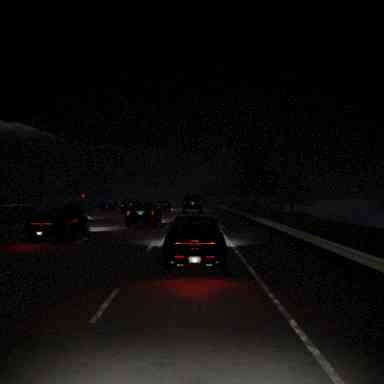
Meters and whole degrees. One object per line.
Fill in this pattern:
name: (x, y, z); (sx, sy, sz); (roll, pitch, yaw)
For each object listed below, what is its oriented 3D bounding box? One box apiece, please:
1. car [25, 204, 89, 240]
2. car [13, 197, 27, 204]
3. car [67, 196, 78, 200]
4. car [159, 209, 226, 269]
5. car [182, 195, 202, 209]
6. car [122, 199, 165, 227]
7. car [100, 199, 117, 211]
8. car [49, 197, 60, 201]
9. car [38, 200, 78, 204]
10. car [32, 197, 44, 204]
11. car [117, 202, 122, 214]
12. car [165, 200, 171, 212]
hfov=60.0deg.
car: (-6.903, 1.596, 17.493); (1.837, 1.490, 4.892); (0, 0, 0)
car: (-36.325, 1.821, 70.358); (2.128, 1.511, 4.902); (0, 0, -16)
car: (-26.030, 1.655, 72.485); (2.097, 1.767, 4.553); (0, 0, -14)
car: (0.084, 1.565, 11.378); (1.837, 1.490, 4.892); (0, 0, 0)
car: (-0.017, 1.425, 39.954); (2.150, 2.045, 5.566); (0, 0, -2)
car: (-3.398, 1.474, 24.074); (2.097, 1.767, 4.553); (0, 0, 0)
car: (-10.717, 1.699, 43.627); (1.882, 1.535, 5.008); (0, -1, -3)
car: (-29.281, 1.830, 71.084); (1.812, 1.442, 4.674); (0, 0, -14)
car: (-10.396, 1.663, 26.982); (1.812, 1.442, 4.674); (0, 0, 0)
car: (-32.962, 1.771, 71.326); (1.882, 1.535, 5.008); (0, 0, -16)
car: (-7.025, 1.550, 39.081); (2.097, 1.767, 4.553); (0, 0, -2)
car: (-3.607, 1.702, 41.574); (2.128, 1.511, 4.902); (0, 0, -2)
